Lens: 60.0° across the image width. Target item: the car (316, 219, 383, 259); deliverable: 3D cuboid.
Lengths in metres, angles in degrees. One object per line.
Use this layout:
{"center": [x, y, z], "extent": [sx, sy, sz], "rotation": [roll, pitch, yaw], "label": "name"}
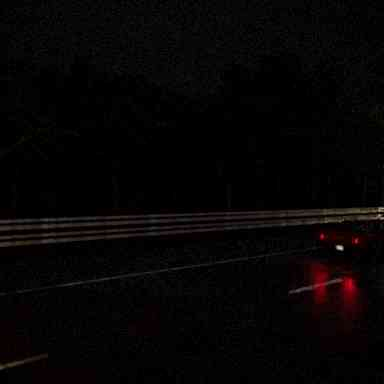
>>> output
{"center": [7.132, 1.739, 13.240], "extent": [4.718, 1.301, 1.895], "rotation": [1, 0, -35], "label": "car"}
